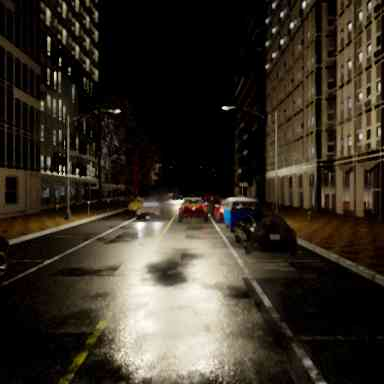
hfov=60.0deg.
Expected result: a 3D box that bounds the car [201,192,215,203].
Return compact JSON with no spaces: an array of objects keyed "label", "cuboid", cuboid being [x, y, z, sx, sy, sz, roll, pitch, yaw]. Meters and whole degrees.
[{"label":"car","cuboid":[2.711,0.940,58.386,2.192,1.841,5.009,0,0,0]}]

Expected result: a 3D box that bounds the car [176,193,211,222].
[{"label":"car","cuboid":[0.106,1.200,25.021,2.097,1.767,4.553,0,0,0]}]

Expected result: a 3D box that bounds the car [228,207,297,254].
[{"label":"car","cuboid":[2.697,1.490,12.850,1.947,1.339,4.313,0,0,0]}]

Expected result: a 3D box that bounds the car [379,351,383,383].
[{"label":"car","cuboid":[2.694,1.557,1.466,1.947,1.339,4.313,0,0,0]}]

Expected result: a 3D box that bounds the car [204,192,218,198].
[{"label":"car","cuboid":[2.707,1.018,47.001,2.192,1.841,5.009,0,0,0]}]

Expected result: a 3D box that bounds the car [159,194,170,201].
[{"label":"car","cuboid":[-5.669,1.110,69.786,1.947,1.339,4.313,0,0,0]}]

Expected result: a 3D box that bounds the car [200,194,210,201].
[{"label":"car","cuboid":[2.712,1.068,69.940,1.752,1.417,4.829,0,0,0]}]

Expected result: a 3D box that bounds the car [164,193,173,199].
[{"label":"car","cuboid":[-5.665,1.043,81.169,1.802,1.307,4.206,0,0,0]}]

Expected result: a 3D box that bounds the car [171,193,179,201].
[{"label":"car","cuboid":[-2.986,0.912,67.624,2.097,1.767,4.553,0,0,0]}]

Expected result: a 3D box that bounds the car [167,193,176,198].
[{"label":"car","cuboid":[-5.662,0.926,92.554,2.008,1.369,4.403,0,0,0]}]

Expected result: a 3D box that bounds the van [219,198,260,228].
[{"label":"van","cuboid":[2.699,1.230,18.543,1.690,1.788,3.998,0,0,0]}]

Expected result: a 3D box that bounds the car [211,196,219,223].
[{"label":"car","cuboid":[2.700,1.293,24.234,1.967,1.590,4.097,0,0,0]}]

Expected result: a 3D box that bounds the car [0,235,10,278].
[{"label":"car","cuboid":[-5.686,1.524,7.169,1.947,1.339,4.313,0,0,0]}]

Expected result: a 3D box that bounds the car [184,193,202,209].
[{"label":"car","cuboid":[0.113,1.088,42.002,2.097,1.767,4.553,0,0,0]}]

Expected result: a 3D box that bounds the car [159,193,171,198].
[{"label":"car","cuboid":[-5.670,1.135,64.093,2.008,1.369,4.403,0,0,0]}]

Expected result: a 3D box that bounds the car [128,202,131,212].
[{"label":"car","cuboid":[-5.678,1.306,35.461,1.752,1.417,4.829,0,0,0]}]

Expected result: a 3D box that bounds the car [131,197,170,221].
[{"label":"car","cuboid":[-3.093,1.389,25.964,2.033,1.411,5.357,0,0,0]}]
